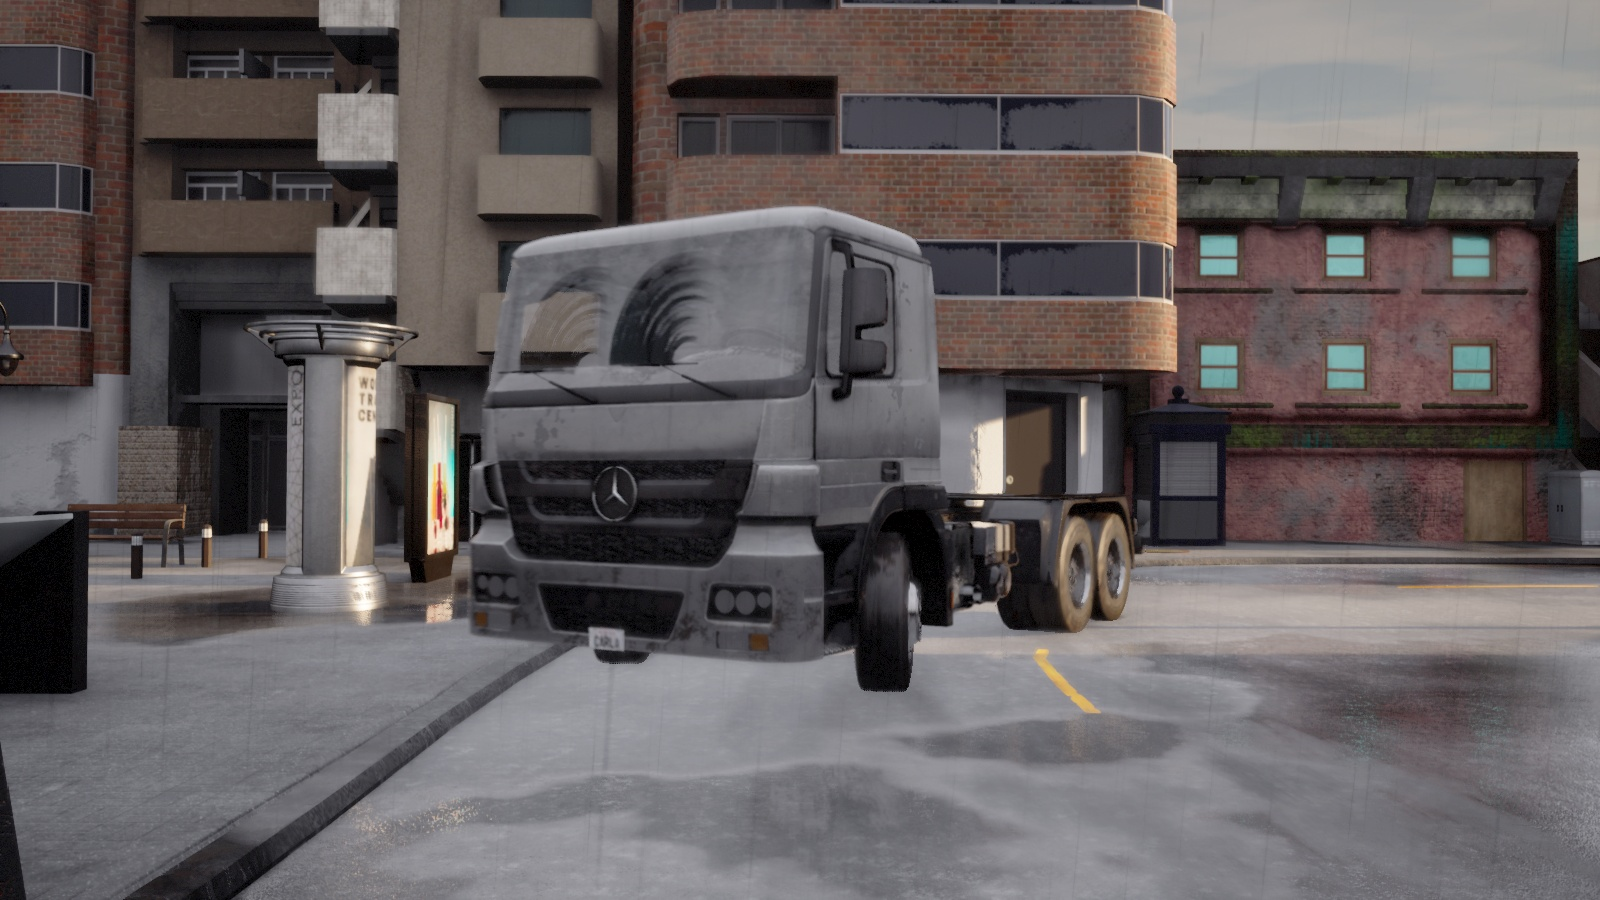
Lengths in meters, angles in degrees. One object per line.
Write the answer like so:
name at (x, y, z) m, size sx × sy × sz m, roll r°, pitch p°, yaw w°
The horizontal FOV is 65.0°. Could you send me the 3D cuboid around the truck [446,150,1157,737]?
truck at (0.763, 0.025, 11.565) m, size 2.891 × 3.462 × 7.936 m, roll -1°, pitch -1°, yaw 31°
